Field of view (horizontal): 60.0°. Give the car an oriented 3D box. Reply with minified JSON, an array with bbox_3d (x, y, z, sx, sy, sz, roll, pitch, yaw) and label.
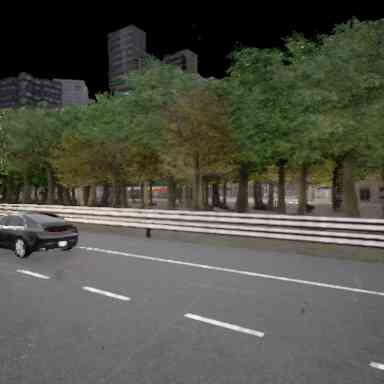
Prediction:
[{"bbox_3d":[-6.365,1.512,12.713,4.892,1.490,1.837,0,0,36],"label":"car"}]
